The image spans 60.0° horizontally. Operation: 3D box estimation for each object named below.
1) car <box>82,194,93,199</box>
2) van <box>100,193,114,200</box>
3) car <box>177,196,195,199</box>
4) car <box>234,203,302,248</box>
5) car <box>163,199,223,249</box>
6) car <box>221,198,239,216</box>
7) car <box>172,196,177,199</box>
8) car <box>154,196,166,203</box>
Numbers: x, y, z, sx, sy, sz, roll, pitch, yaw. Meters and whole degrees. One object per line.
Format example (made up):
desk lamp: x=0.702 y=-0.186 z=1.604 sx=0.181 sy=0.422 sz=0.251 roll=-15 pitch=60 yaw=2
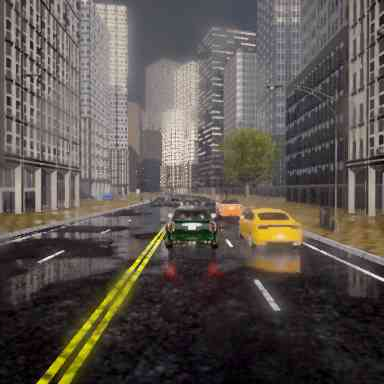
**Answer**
car: x=-28.190 y=1.257 z=87.545 sx=4.507 sy=1.381 sz=1.887 roll=0 pitch=0 yaw=1
van: x=-22.651 y=1.079 z=87.498 sx=3.998 sy=1.788 sz=1.690 roll=0 pitch=0 yaw=1
car: x=0.000 y=1.349 z=29.622 sx=2.097 sy=1.767 sz=4.553 roll=0 pitch=0 yaw=0
car: x=3.250 y=1.477 z=14.652 sx=1.882 sy=1.535 sz=5.008 roll=0 pitch=0 yaw=0
car: x=0.000 y=1.359 z=14.621 sx=2.097 sy=1.767 sz=4.553 roll=0 pitch=0 yaw=0
car: x=3.250 y=1.349 z=29.622 sx=2.097 sy=1.767 sz=4.553 roll=0 pitch=0 yaw=0
car: x=-3.256 y=1.535 z=67.967 sx=1.895 sy=1.301 sz=4.718 roll=0 pitch=0 yaw=0
car: x=-6.504 y=1.488 z=68.043 sx=1.994 sy=1.385 sz=4.181 roll=0 pitch=0 yaw=0
